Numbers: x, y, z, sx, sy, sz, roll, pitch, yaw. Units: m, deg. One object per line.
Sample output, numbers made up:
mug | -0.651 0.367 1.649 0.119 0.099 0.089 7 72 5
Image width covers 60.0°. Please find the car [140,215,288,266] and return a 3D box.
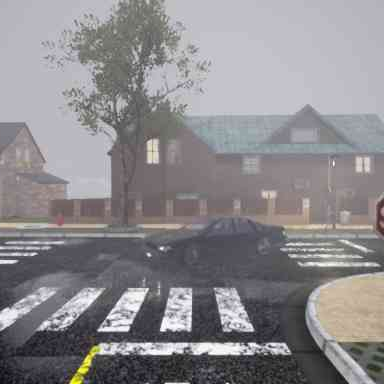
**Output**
car | 0.941 1.554 11.763 5.357 1.411 2.033 -1 1 -30
